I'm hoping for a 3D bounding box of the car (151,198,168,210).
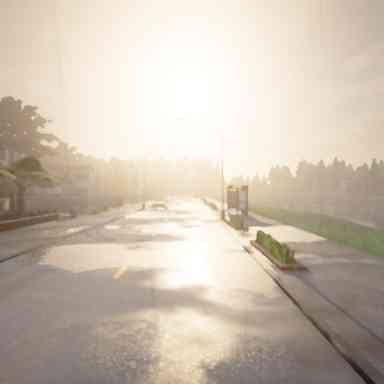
[{"bbox_3d":[-4.075,1.480,43.053,2.033,1.411,5.357,0,0,0],"label":"car"}]
